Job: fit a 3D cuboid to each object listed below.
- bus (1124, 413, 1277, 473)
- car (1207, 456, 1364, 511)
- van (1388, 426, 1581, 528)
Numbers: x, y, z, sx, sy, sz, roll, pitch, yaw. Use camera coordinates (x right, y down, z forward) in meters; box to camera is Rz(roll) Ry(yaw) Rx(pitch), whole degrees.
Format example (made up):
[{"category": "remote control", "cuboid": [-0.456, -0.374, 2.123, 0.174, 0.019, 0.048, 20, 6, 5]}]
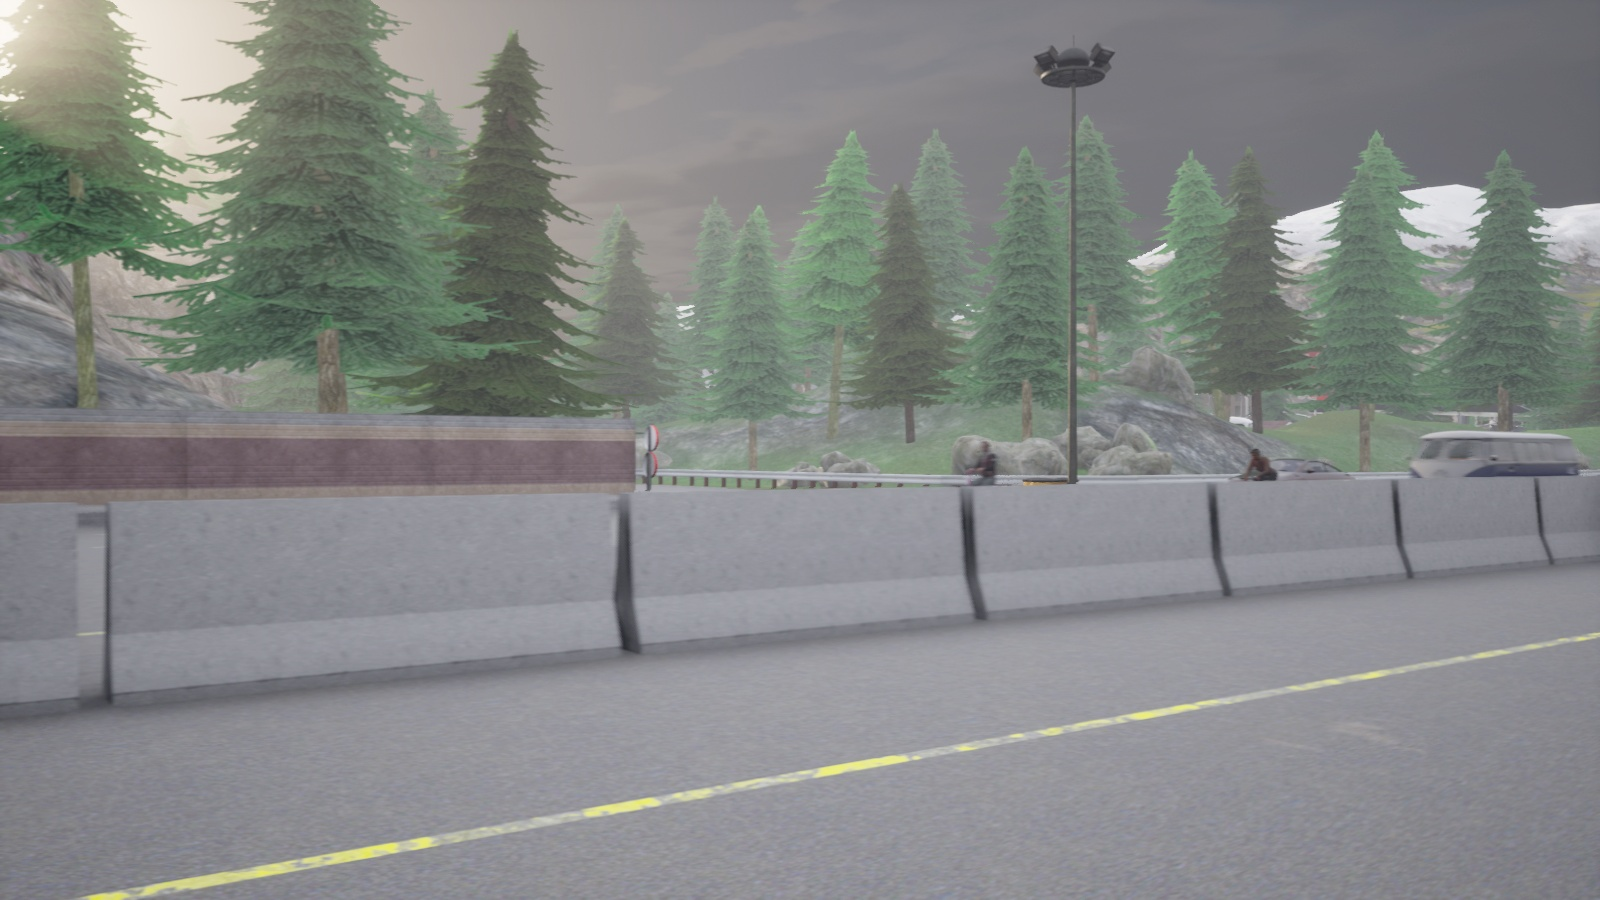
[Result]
[{"category": "bus", "cuboid": [29.783, -0.480, 93.590, 10.273, 4.253, 3.944, 0, 0, 32]}, {"category": "car", "cuboid": [13.234, 0.865, 34.188, 4.181, 1.385, 1.994, 0, 0, -35]}, {"category": "van", "cuboid": [14.512, 0.532, 26.550, 4.442, 1.987, 1.775, 0, 0, -35]}]
